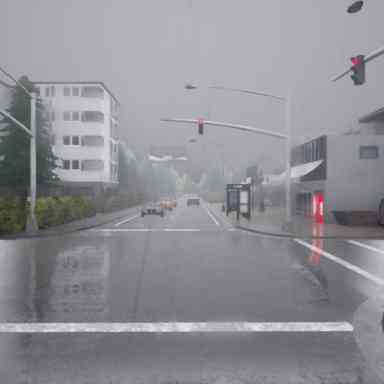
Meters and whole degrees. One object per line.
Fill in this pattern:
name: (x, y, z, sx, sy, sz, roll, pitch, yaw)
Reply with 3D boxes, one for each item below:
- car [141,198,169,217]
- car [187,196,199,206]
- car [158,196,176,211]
car: (-3.522, 1.564, 30.989, 1.994, 1.385, 4.181, 0, 0, 0)
car: (0.241, 1.477, 53.920, 1.882, 1.535, 5.008, 0, 0, 1)
car: (-3.490, 1.352, 40.690, 2.097, 1.767, 4.553, 0, 0, 0)
